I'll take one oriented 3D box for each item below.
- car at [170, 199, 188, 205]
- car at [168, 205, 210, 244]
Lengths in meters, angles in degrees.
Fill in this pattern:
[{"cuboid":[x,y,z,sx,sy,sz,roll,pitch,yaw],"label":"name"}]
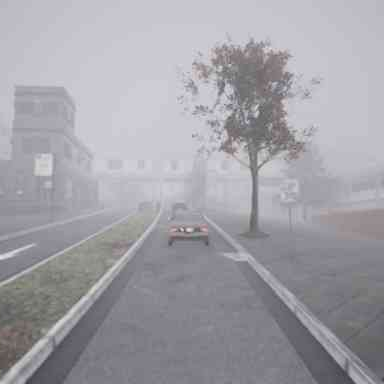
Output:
[{"cuboid":[-1.496,1.614,39.234,1.837,1.490,4.892,0,0,-4],"label":"car"},{"cuboid":[-0.194,1.584,15.885,2.033,1.411,5.357,0,0,-2],"label":"car"}]
